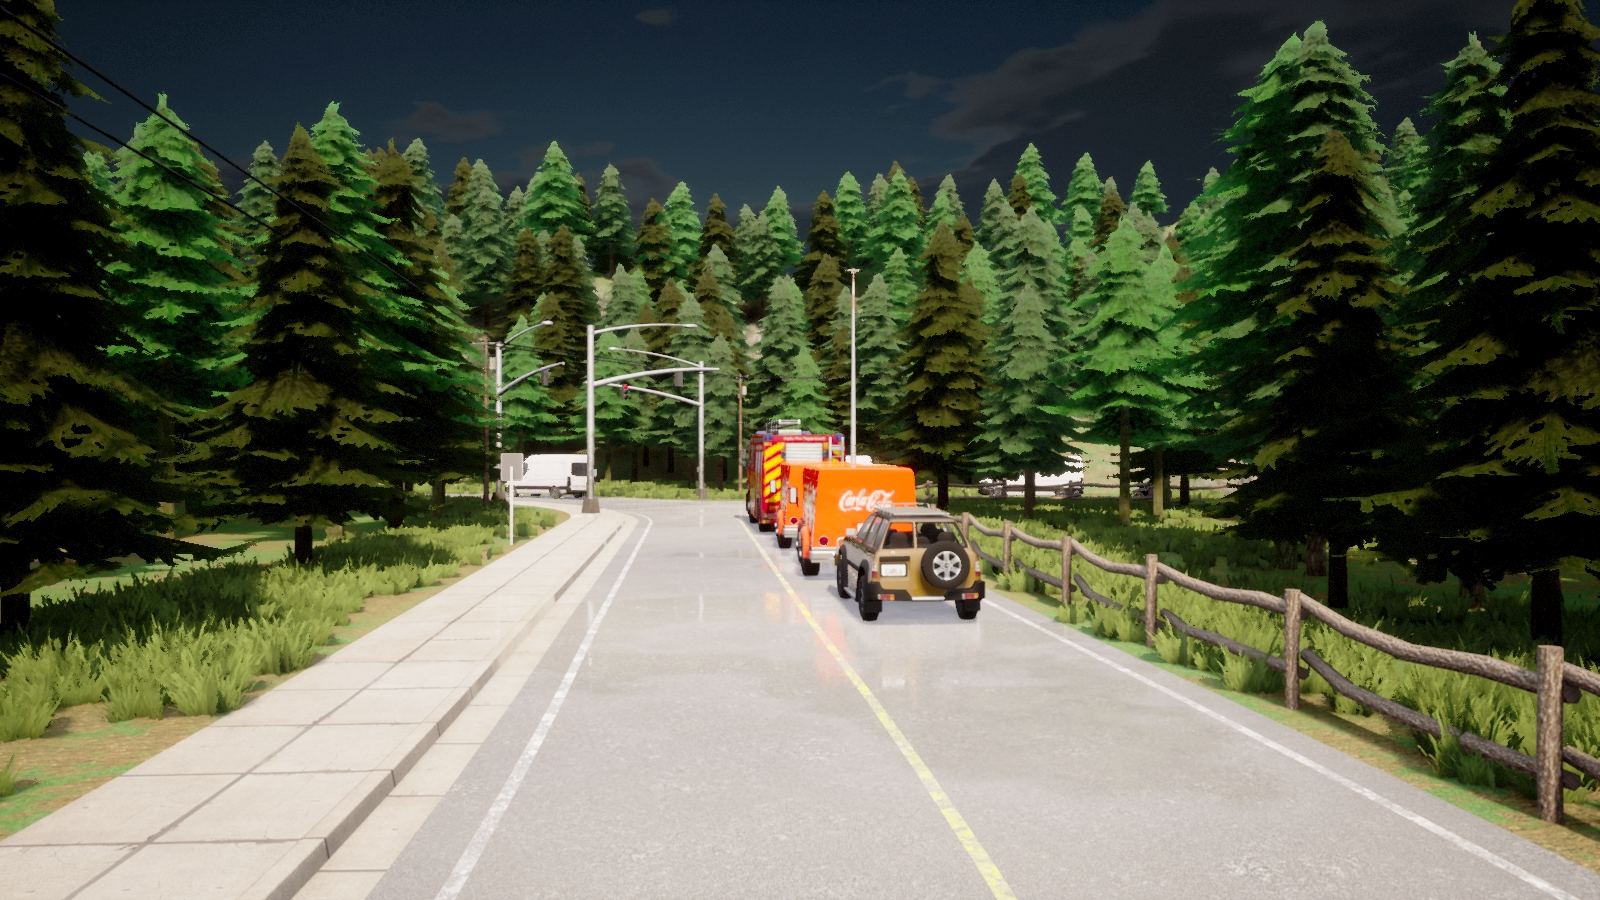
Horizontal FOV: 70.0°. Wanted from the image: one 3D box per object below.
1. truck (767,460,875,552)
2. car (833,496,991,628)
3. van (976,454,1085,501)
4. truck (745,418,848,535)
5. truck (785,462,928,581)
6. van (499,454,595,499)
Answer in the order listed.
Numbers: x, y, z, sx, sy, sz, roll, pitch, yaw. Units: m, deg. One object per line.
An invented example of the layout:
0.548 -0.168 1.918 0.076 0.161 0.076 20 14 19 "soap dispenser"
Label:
0.502 1.542 33.927 2.627 2.467 5.204 0 0 -6 "truck"
1.820 1.838 20.111 1.932 1.855 4.605 0 0 -5 "car"
13.073 1.538 65.069 5.915 2.561 1.988 0 0 7 "van"
-0.303 0.865 41.709 2.891 3.827 8.468 0 0 -6 "truck"
1.174 1.540 26.841 2.627 2.467 5.204 0 0 -5 "truck"
-14.882 1.509 67.083 5.915 2.561 1.988 0 0 35 "van"
